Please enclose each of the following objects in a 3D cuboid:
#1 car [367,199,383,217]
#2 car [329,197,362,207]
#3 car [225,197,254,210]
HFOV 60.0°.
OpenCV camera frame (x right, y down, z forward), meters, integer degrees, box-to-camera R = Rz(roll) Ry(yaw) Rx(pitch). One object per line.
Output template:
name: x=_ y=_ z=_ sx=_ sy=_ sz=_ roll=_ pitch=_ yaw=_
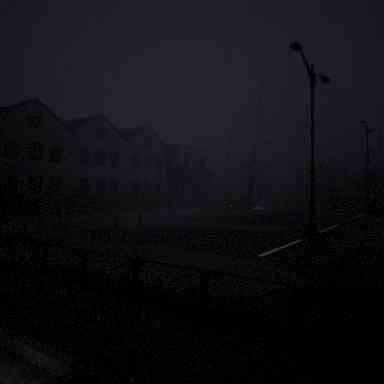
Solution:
car: x=15.422 y=1.298 z=26.809 sx=2.007 sy=1.523 sz=4.514 roll=0 pitch=0 yaw=35
car: x=23.725 y=1.510 z=51.411 sx=4.674 sy=1.442 sz=1.812 roll=0 pitch=0 yaw=32
car: x=5.730 y=1.314 z=39.632 sx=1.837 sy=1.490 sz=4.892 roll=0 pitch=0 yaw=35
